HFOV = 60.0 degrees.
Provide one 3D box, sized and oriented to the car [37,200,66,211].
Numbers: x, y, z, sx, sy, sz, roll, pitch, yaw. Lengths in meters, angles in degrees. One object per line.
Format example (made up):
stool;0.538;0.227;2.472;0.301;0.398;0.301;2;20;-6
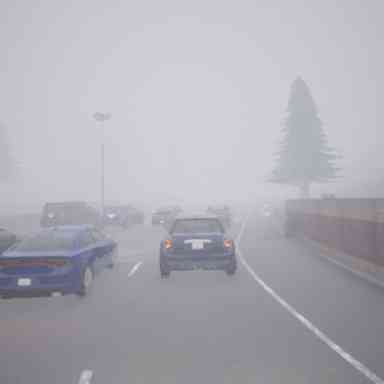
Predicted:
car;-23.828;2.267;56.584;1.882;1.535;5.008;-1;1;12

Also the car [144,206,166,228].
car;-1.502;1.766;24.344;2.128;1.511;4.902;-1;0;11

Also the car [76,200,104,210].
car;-16.924;2.164;55.483;2.033;1.411;5.357;-1;0;12

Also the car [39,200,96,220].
car;-8.654;1.667;24.307;2.150;2.045;5.566;-1;0;11

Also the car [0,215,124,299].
car;-3.360;1.642;9.028;1.882;1.535;5.008;-1;0;-1

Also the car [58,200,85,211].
car;-20.323;2.204;56.308;1.837;1.490;4.892;-1;1;12

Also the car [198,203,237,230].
car;1.956;1.680;23.802;2.128;1.511;4.902;-1;0;11

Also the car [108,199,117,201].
car;-13.314;2.012;55.729;2.128;1.511;4.902;-1;0;11

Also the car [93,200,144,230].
car;-5.031;1.709;24.535;2.097;1.767;4.553;-1;0;11

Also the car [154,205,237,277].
car;0.160;1.464;10.850;2.097;1.767;4.553;-1;-1;0
